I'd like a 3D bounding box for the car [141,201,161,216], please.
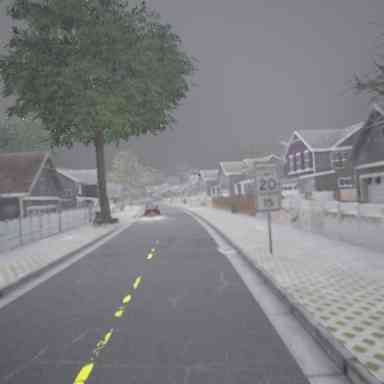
[{"bbox_3d":[-4.756,2.094,40.171,1.895,1.301,4.718,-3,0,-6],"label":"car"}]
